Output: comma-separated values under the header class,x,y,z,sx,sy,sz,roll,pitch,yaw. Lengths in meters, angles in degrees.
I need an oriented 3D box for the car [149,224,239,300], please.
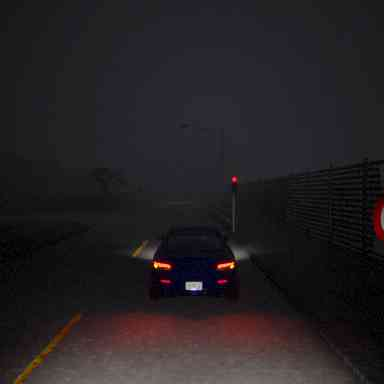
class,x,y,z,sx,sy,sz,roll,pitch,yaw
car,0.055,1.526,8.290,1.812,1.442,4.674,0,0,1
